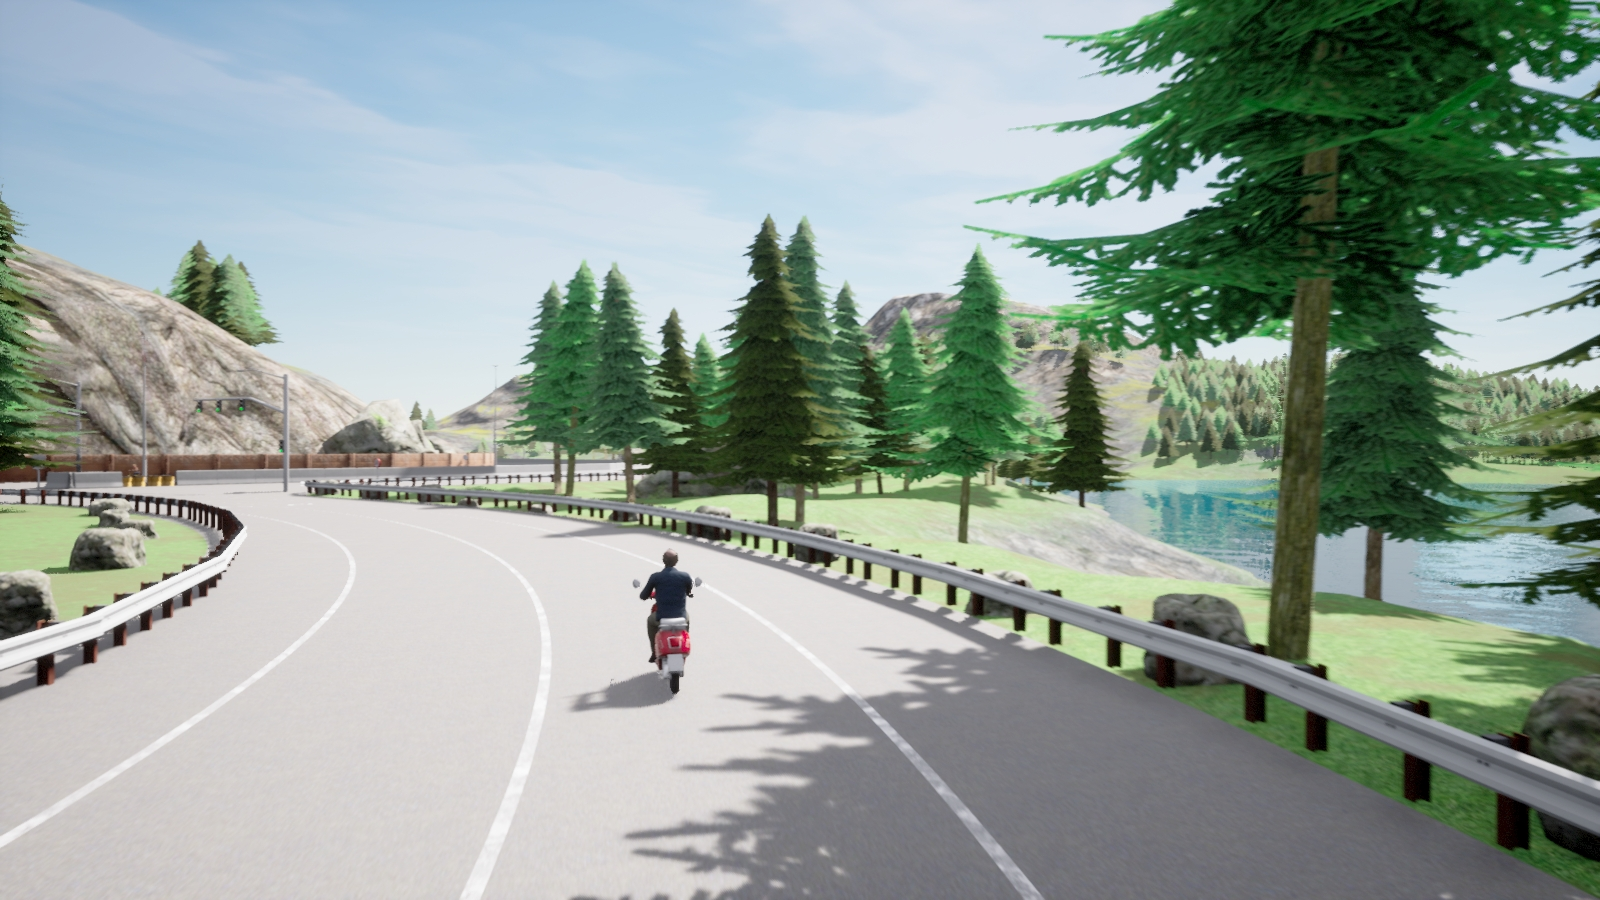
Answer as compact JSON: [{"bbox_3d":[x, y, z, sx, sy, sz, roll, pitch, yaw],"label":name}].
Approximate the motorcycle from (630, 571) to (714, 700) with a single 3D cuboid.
[{"bbox_3d":[-1.570,2.183,13.780,0.856,1.236,1.805,-1,0,-11],"label":"motorcycle"}]
